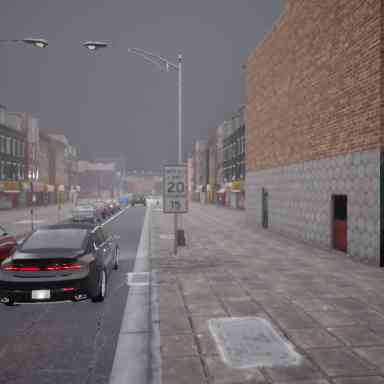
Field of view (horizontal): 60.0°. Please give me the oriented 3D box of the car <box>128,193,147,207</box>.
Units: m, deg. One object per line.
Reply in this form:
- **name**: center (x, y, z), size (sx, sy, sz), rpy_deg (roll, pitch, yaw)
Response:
- **car**: center (-8.211, 1.180, 51.454), size (2.150, 2.045, 5.566), rpy_deg (0, 0, -7)

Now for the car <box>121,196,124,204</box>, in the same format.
- **car**: center (-9.475, 1.495, 39.486), size (1.752, 1.417, 4.829), rpy_deg (0, 0, -7)

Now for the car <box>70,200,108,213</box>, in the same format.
- **car**: center (-7.472, 1.534, 23.479), size (2.008, 1.369, 4.403), rpy_deg (0, 0, -7)

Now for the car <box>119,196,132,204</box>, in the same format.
- **car**: center (-12.194, 1.525, 61.222), size (1.947, 1.339, 4.313), rpy_deg (0, 0, -7)

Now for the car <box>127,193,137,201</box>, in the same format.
- **car**: center (-14.894, 1.273, 82.789), size (2.192, 1.841, 5.009), rpy_deg (0, 0, -7)

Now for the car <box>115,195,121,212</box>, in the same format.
- **car**: center (-8.822, 1.414, 34.262), size (1.967, 1.590, 4.097), rpy_deg (0, 0, -7)

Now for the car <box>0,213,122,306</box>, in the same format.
- **car**: center (-2.886, 1.501, 8.096), size (1.837, 1.490, 4.892), rpy_deg (0, 0, -7)

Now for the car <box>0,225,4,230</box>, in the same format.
- **car**: center (-5.450, 1.442, 7.303), size (1.967, 1.590, 4.097), rpy_deg (0, 0, -7)

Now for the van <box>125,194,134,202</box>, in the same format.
- **van**: center (-13.544, 1.298, 72.005), size (1.690, 1.788, 3.998), rpy_deg (0, 0, -7)

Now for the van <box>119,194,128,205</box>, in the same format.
- **van**: center (-11.521, 1.302, 55.830), size (1.690, 1.788, 3.998), rpy_deg (0, 0, -7)

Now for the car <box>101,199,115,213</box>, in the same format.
- **car**: center (-8.147, 1.523, 28.870), size (1.887, 1.381, 4.507), rpy_deg (0, 0, -7)
